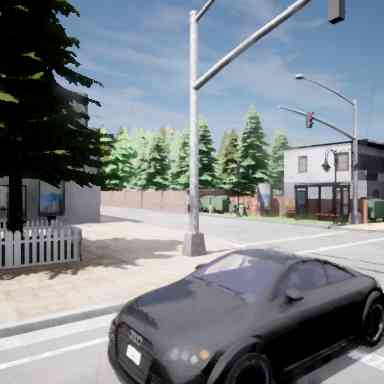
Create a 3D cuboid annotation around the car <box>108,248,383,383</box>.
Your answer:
[{"bbox_3d":[0.983,1.564,4.751,4.181,1.385,1.994,0,0,-36],"label":"car"}]
